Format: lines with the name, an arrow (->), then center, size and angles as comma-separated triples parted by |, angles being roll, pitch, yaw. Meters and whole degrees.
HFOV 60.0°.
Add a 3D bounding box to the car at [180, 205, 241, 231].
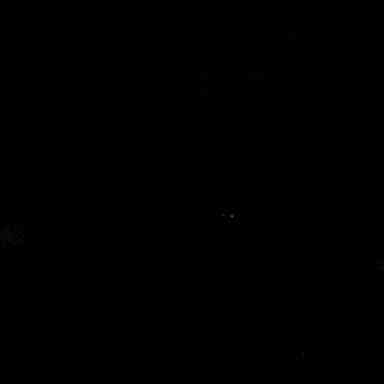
car -> 1.200, 1.688, 23.695 | 2.097, 1.767, 4.553 | 0, -1, -44
